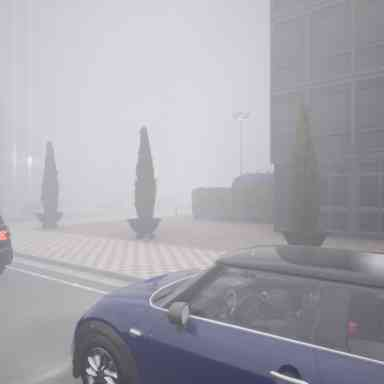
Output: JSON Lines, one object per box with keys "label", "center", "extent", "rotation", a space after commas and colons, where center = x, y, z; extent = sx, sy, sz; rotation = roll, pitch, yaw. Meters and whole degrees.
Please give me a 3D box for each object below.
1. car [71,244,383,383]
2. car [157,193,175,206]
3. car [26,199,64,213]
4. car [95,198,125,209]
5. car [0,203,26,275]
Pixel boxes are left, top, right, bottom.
{"label": "car", "center": [0.807, 1.352, 3.418], "extent": [4.553, 1.767, 2.097], "rotation": [0, 0, 36]}
{"label": "car", "center": [-5.029, 1.221, 54.024], "extent": [2.150, 2.045, 5.566], "rotation": [0, 0, 35]}
{"label": "car", "center": [-16.814, 1.491, 37.206], "extent": [2.128, 1.511, 4.902], "rotation": [0, 0, 35]}
{"label": "car", "center": [-11.115, 1.564, 45.343], "extent": [1.994, 1.385, 4.181], "rotation": [0, 0, 35]}
{"label": "car", "center": [-7.056, 1.222, 9.004], "extent": [5.566, 2.045, 2.150], "rotation": [0, 0, 36]}
